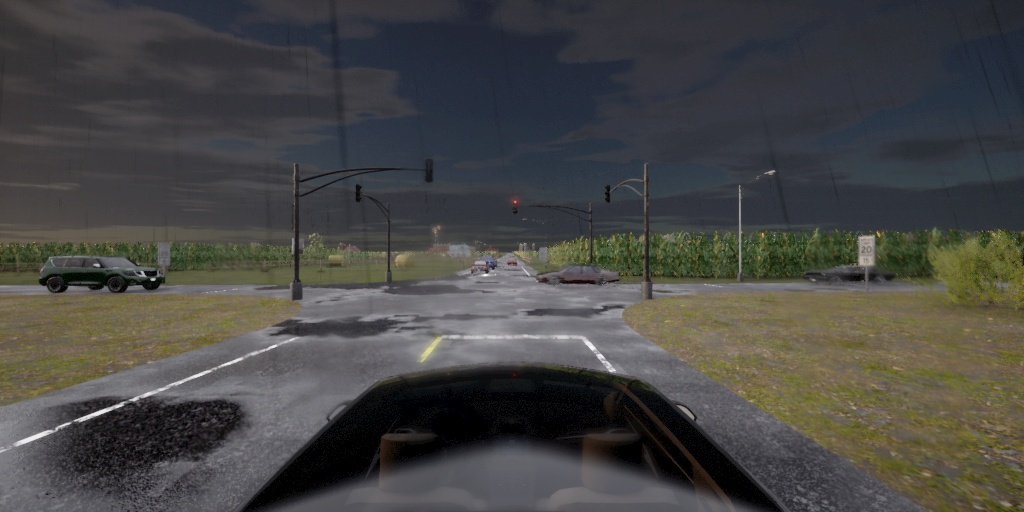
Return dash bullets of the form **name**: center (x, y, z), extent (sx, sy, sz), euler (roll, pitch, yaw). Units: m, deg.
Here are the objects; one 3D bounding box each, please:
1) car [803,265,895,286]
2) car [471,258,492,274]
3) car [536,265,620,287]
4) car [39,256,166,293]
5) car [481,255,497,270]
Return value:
- **car**: center (22.307, 1.280, 23.895), extent (4.718, 1.301, 1.895), euler (0, 0, 0)
- **car**: center (-3.604, 1.245, 41.235), extent (1.812, 1.442, 4.674), euler (0, 0, 0)
- **car**: center (4.337, 1.276, 23.756), extent (5.357, 1.411, 2.033), euler (0, 0, -1)
- **car**: center (-23.374, 1.006, 20.569), extent (5.566, 2.045, 2.150), euler (0, 0, 0)
- **car**: center (-3.598, 0.923, 51.914), extent (2.150, 2.045, 5.566), euler (0, 0, -1)
